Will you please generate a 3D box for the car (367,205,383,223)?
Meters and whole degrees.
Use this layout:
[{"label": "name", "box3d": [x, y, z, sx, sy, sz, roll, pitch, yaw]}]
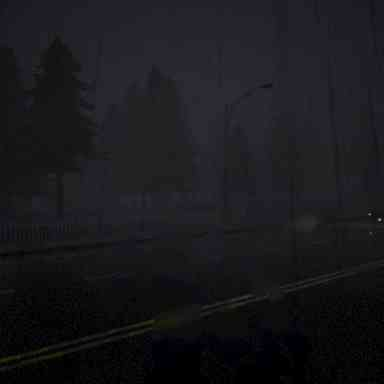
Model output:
[{"label": "car", "box3d": [13.767, 1.299, 22.061, 5.357, 1.411, 2.033, -1, 0, -35]}]
